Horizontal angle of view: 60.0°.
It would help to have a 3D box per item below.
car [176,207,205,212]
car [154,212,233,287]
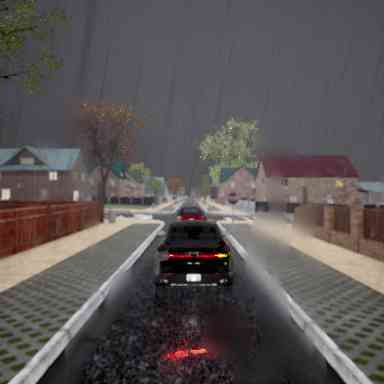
[{"bbox_3d":[-0.094,1.653,21.815,1.994,1.385,4.181,0,0,-2],"label":"car"},{"bbox_3d":[0.042,1.541,9.368,1.837,1.490,4.892,0,0,0],"label":"car"}]
